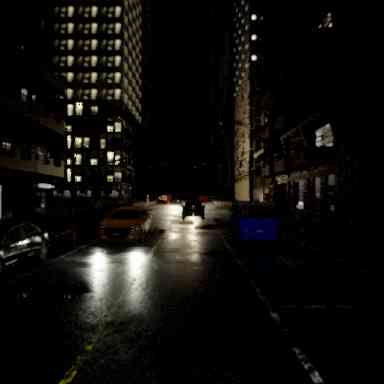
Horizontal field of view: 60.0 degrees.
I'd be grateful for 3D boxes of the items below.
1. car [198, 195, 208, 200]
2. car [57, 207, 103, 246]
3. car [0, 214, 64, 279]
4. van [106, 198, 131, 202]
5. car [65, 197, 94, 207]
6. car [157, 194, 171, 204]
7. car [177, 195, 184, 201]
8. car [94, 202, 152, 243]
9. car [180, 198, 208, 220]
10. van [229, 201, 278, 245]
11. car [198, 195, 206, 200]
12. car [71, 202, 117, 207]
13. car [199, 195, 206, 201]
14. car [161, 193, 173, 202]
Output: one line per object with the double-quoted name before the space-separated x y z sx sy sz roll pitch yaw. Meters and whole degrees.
"car" 2.731 1.551 75.481 1.802 1.307 4.206 1 0 0
"car" -5.638 1.576 15.125 1.802 1.307 4.206 1 0 0
"car" -5.640 1.547 9.584 2.008 1.369 4.403 1 0 0
"van" -5.799 1.331 26.205 1.690 1.788 3.998 1 0 0
"car" -16.473 1.478 48.856 4.097 1.590 1.967 0 -1 0
"car" -5.650 1.414 64.271 1.967 1.590 4.097 1 0 0
"car" -2.968 1.504 88.068 2.033 1.411 5.357 0 0 0
"car" -3.087 1.471 16.156 1.882 1.535 5.008 0 0 0
"car" 0.110 1.493 28.118 1.837 1.490 4.892 0 0 0
"van" 2.714 1.335 15.174 1.690 1.788 3.998 1 0 0
"car" 2.739 1.529 92.214 1.947 1.339 4.313 1 0 0
"car" -5.636 1.558 20.664 1.947 1.339 4.313 1 0 0
"car" 2.738 1.490 86.806 1.752 1.417 4.829 1 0 0
"car" -5.643 1.284 75.422 2.192 1.841 5.009 1 0 0
